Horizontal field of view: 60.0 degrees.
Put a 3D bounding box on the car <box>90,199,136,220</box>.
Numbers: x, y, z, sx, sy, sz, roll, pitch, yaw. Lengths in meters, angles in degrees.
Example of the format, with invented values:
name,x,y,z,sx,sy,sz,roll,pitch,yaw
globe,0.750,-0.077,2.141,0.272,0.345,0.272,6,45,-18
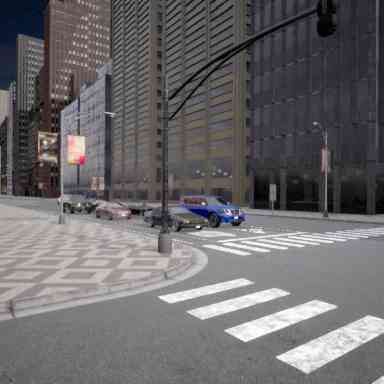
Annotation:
name,x,y,z,sx,sy,sz,roll,pitch,yaw
car,-6.879,1.585,28.747,1.812,1.442,4.674,1,-1,-36

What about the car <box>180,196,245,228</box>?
name,x,y,z,sx,sy,sz,roll,pitch,yaw
car,1.145,1.269,23.103,2.150,2.045,5.566,1,-1,-36

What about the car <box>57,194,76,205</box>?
name,x,y,z,sx,sy,sz,roll,pitch,yaw
car,-24.725,1.491,65.215,2.150,2.045,5.566,1,-1,-36

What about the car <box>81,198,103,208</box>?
name,x,y,z,sx,sy,sz,roll,pitch,yaw
car,-15.924,1.714,52.908,1.837,1.490,4.892,1,-1,-36

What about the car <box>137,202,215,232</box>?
name,x,y,z,sx,sy,sz,roll,pitch,yaw
car,-1.182,1.569,20.780,2.033,1.411,5.357,1,-1,-35

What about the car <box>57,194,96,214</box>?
name,x,y,z,sx,sy,sz,roll,pitch,yaw
car,-13.103,1.324,37.471,2.150,2.045,5.566,1,-1,-36
